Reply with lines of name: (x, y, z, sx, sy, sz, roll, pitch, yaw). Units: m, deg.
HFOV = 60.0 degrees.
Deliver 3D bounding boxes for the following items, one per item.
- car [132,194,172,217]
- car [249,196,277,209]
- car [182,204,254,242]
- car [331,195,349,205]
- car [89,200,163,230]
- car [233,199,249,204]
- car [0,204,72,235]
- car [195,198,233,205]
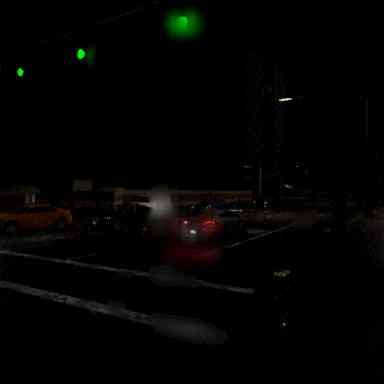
car: (-3.932, 1.214, 28.662, 2.150, 2.045, 5.566, 0, 1, 31)
car: (9.819, 1.350, 44.931, 2.097, 1.767, 4.553, 0, 0, 31)
car: (1.252, 1.537, 16.602, 1.812, 1.442, 4.674, 0, 0, 31)
car: (24.991, 1.571, 56.789, 1.994, 1.385, 4.181, 0, 0, 30)
car: (-4.328, 1.490, 21.112, 2.128, 1.511, 4.902, 0, 0, 31)
car: (6.908, 1.599, 46.879, 1.895, 1.301, 4.718, 0, 0, 31)
car: (-9.420, 1.476, 19.372, 1.882, 1.535, 5.008, 0, 0, 31)
car: (1.757, 1.351, 31.400, 2.097, 1.767, 4.553, 0, 0, 30)
